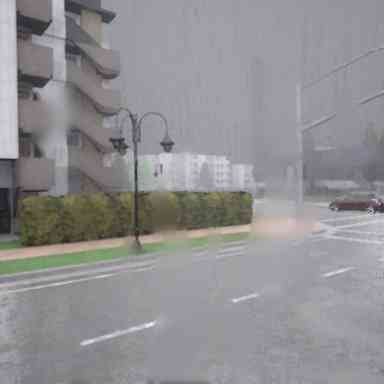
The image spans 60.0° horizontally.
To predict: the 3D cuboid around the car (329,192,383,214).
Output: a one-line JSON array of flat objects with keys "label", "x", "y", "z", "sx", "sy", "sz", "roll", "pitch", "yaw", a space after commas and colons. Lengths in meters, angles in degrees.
[{"label": "car", "x": 14.094, "y": 0.885, "z": 28.351, "sx": 2.097, "sy": 1.767, "sz": 4.553, "roll": -1, "pitch": 1, "yaw": -36}]
